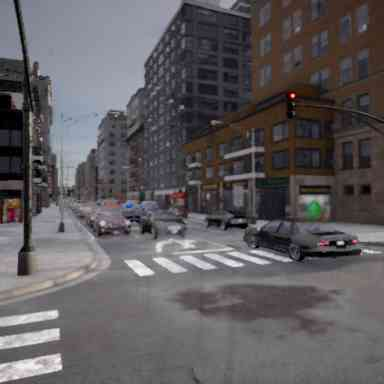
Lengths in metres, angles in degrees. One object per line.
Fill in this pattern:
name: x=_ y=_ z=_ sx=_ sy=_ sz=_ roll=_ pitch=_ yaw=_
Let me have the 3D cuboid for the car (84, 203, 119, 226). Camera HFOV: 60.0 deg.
car: x=-7.080 y=1.919 z=25.919 sx=1.967 sy=1.590 sz=4.097 roll=0 pitch=-1 yaw=-22

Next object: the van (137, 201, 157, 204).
van: x=-5.726 y=2.132 z=44.245 sx=1.690 sy=1.788 sz=3.998 roll=0 pitch=-1 yaw=-22

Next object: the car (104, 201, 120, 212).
car: x=-14.124 y=2.461 z=58.481 sx=2.097 sy=1.767 sz=4.553 roll=0 pitch=-1 yaw=-22

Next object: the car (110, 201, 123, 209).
car: x=-15.896 y=2.772 z=69.846 sx=1.967 sy=1.590 sz=4.097 roll=0 pitch=-1 yaw=-22

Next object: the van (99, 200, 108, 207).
van: x=-24.033 y=3.107 z=90.331 sx=1.690 sy=1.788 sz=3.998 roll=0 pitch=-1 yaw=-22

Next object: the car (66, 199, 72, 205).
car: x=-31.490 y=3.310 z=87.365 sx=1.887 sy=1.381 sz=4.507 roll=0 pitch=-1 yaw=-22

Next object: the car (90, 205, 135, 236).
car: x=-5.046 y=1.816 z=20.799 sx=1.967 sy=1.590 sz=4.097 roll=0 pitch=-1 yaw=-22

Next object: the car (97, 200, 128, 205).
car: x=-9.267 y=1.932 z=38.338 sx=2.150 sy=2.045 sz=5.566 roll=0 pitch=-1 yaw=-22

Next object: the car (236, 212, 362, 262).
car: x=3.955 y=1.730 z=13.034 sx=2.033 sy=1.411 sz=5.357 roll=0 pitch=-1 yaw=-19

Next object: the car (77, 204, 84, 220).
car: x=-11.148 y=2.267 z=36.158 sx=1.802 sy=1.307 sz=4.206 roll=0 pitch=-1 yaw=-22

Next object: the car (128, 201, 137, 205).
car: x=-7.758 y=2.448 z=49.362 sx=2.008 sy=1.369 sz=4.403 roll=0 pitch=-1 yaw=-22

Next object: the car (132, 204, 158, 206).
car: x=-4.667 y=2.216 z=34.710 sx=1.895 sy=1.301 sz=4.718 roll=0 pitch=-1 yaw=-22

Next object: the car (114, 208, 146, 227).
car: x=-5.418 y=2.115 z=28.604 sx=1.895 sy=1.301 sz=4.718 roll=0 pitch=-1 yaw=-22

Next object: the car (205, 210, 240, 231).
car: x=2.413 y=1.943 z=23.759 sx=1.947 sy=1.339 sz=4.313 roll=0 pitch=-1 yaw=-22

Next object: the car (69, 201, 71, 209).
car: x=-21.319 y=2.773 z=61.761 sx=2.008 sy=1.369 sz=4.403 roll=0 pitch=-1 yaw=-22

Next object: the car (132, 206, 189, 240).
car: x=-1.787 y=1.823 z=19.467 sx=2.128 sy=1.511 sz=4.902 roll=0 pitch=-1 yaw=-22

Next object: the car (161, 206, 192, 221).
car: x=-1.656 y=2.164 z=34.001 sx=1.802 sy=1.307 sz=4.206 roll=0 pitch=-1 yaw=-22

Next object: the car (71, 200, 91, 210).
car: x=-17.251 y=2.445 z=51.522 sx=1.967 sy=1.590 sz=4.097 roll=0 pitch=-1 yaw=-22

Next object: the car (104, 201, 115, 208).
car: x=-19.964 y=2.990 z=80.088 sx=1.967 sy=1.590 sz=4.097 roll=0 pitch=-1 yaw=-22

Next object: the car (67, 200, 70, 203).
car: x=-27.421 y=3.131 z=77.122 sx=1.802 sy=1.307 sz=4.206 roll=0 pitch=-1 yaw=-22

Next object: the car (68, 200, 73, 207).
car: x=-25.387 y=2.985 z=72.002 sx=1.887 sy=1.381 sz=4.507 roll=0 pitch=-1 yaw=-22

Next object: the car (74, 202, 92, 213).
car: x=-13.182 y=2.341 z=41.279 sx=2.008 sy=1.369 sz=4.403 roll=0 pitch=-1 yaw=-22
